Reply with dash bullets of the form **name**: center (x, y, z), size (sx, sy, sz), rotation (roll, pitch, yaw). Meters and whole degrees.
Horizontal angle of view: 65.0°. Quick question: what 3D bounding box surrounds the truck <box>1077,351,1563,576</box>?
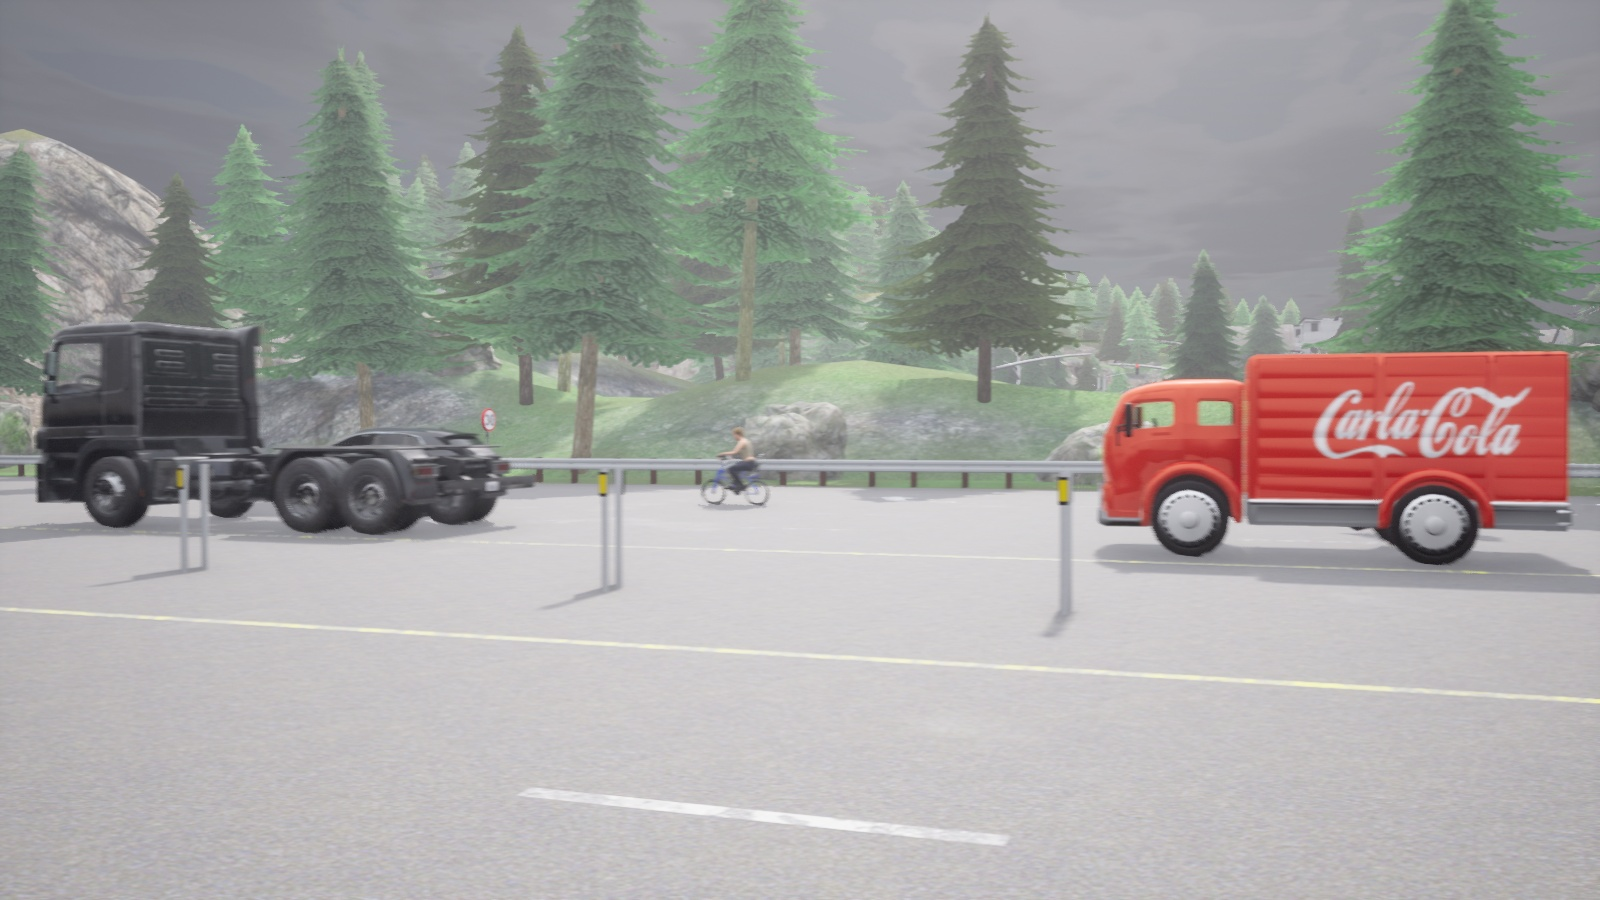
- **truck**: center (6.294, 0.110, 15.839), size (5.204, 2.467, 2.627), rotation (1, 1, 19)

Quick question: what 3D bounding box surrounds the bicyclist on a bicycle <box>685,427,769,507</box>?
- **bicyclist on a bicycle**: center (-1.499, 0.329, 25.846), size (1.509, 1.612, 0.866), rotation (1, 1, 19)

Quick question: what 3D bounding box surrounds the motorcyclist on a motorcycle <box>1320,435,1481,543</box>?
- **motorcyclist on a motorcycle**: center (8.877, 0.547, 18.649), size (2.044, 1.523, 0.797), rotation (1, 1, 19)

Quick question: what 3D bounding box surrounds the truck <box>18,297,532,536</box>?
- **truck**: center (-8.704, -0.544, 20.876), size (7.936, 3.462, 2.891), rotation (1, 1, 19)

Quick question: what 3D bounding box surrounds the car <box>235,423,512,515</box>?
- **car**: center (-8.275, 0.311, 24.437), size (4.856, 1.649, 2.033), rotation (1, 1, 19)
